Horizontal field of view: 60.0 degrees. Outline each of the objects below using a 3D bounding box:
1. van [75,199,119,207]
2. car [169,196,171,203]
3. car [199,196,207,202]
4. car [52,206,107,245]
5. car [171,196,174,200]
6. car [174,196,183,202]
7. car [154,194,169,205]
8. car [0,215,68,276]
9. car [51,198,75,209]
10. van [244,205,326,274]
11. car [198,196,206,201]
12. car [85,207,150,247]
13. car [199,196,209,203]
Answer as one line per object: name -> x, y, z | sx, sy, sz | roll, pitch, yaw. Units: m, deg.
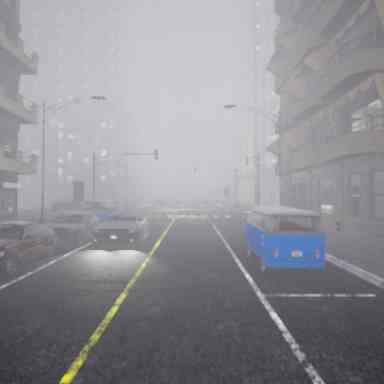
van -> -5.810, 1.376, 21.433 | 1.690, 1.788, 3.998 | 1, 0, 0
car -> -5.682, 1.687, 65.074 | 1.802, 1.307, 4.206 | 1, 0, 0
car -> 2.699, 1.658, 82.037 | 1.752, 1.417, 4.829 | 1, 0, 0
car -> -5.645, 1.592, 15.891 | 1.947, 1.339, 4.313 | 1, 0, 0
car -> -5.676, 1.429, 70.649 | 2.192, 1.841, 5.009 | 1, 0, 0
car -> -3.006, 1.602, 77.088 | 1.882, 1.535, 5.008 | 0, 0, 0
car -> -5.678, 1.536, 59.499 | 1.967, 1.590, 4.097 | 1, 0, 0
car -> -5.644, 1.599, 10.352 | 1.802, 1.307, 4.206 | 1, 0, 0
car -> -16.494, 1.568, 44.078 | 4.097, 1.590, 1.967 | 0, -1, 0
van -> 2.708, 1.359, 10.405 | 1.690, 1.788, 3.998 | 1, 0, 0
car -> 2.698, 1.708, 87.444 | 1.947, 1.339, 4.313 | 1, 0, 0
car -> -3.087, 1.588, 15.063 | 1.994, 1.385, 4.181 | 0, 0, 0
car -> 2.698, 1.697, 70.711 | 1.802, 1.307, 4.206 | 1, 0, 0
